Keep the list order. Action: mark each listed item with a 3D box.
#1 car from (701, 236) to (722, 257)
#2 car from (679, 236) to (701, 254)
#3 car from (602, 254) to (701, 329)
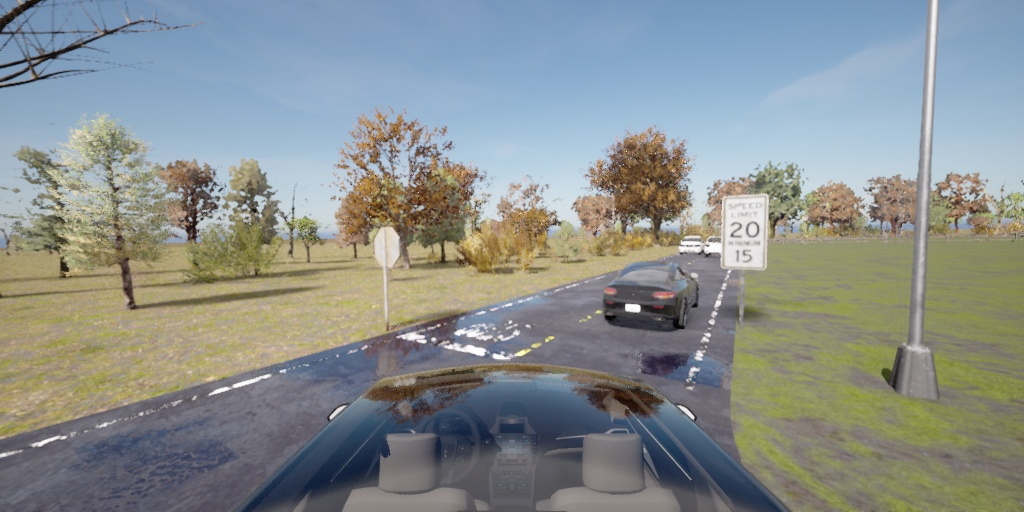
[{"bbox_3d":[20.478,-0.935,35.537,2.150,2.045,5.566,2,4,33],"label":"car"},{"bbox_3d":[20.490,-1.216,40.741,2.150,2.045,5.566,2,4,33],"label":"car"},{"bbox_3d":[3.856,0.856,9.696,1.812,1.442,4.674,2,4,33],"label":"car"}]
